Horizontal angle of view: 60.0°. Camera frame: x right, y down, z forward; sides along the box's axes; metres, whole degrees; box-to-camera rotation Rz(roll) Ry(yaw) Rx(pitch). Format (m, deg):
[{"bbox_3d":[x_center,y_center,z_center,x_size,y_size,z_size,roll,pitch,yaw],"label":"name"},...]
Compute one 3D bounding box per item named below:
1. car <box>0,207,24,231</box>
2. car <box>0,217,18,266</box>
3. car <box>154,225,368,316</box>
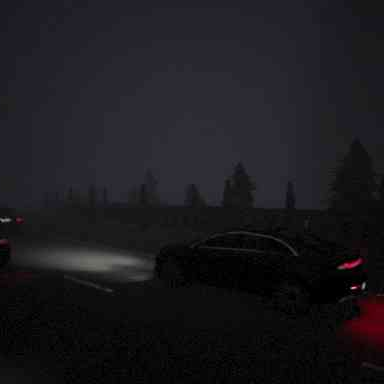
[{"bbox_3d":[-11.823,1.620,20.372,2.033,1.411,5.357,0,0,-39],"label":"car"},{"bbox_3d":[-7.491,1.602,10.684,4.181,1.385,1.994,0,0,43],"label":"car"},{"bbox_3d":[1.263,1.522,7.636,4.902,1.511,2.128,0,0,38],"label":"car"}]
